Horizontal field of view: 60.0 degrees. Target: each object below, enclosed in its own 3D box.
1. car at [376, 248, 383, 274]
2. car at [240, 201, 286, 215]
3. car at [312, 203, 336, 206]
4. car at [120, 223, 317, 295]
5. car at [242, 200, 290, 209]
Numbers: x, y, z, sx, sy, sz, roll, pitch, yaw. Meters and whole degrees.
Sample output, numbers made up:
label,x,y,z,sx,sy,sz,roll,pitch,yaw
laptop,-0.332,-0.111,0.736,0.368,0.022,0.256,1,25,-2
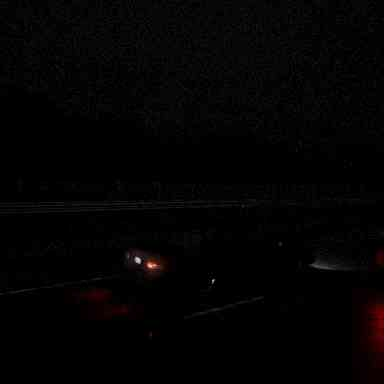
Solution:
label,x,y,z,sx,sy,sz,roll,pitch,yaw
car,6.800,1.597,8.547,4.718,1.301,1.895,0,0,-35
car,7.467,1.604,34.794,4.718,1.301,1.895,0,0,-34
car,11.349,1.607,28.969,4.718,1.301,1.895,0,0,-34
car,0.900,1.545,8.687,5.357,1.411,2.033,0,0,-34
car,6.879,1.504,30.145,4.892,1.490,1.837,0,0,-34
